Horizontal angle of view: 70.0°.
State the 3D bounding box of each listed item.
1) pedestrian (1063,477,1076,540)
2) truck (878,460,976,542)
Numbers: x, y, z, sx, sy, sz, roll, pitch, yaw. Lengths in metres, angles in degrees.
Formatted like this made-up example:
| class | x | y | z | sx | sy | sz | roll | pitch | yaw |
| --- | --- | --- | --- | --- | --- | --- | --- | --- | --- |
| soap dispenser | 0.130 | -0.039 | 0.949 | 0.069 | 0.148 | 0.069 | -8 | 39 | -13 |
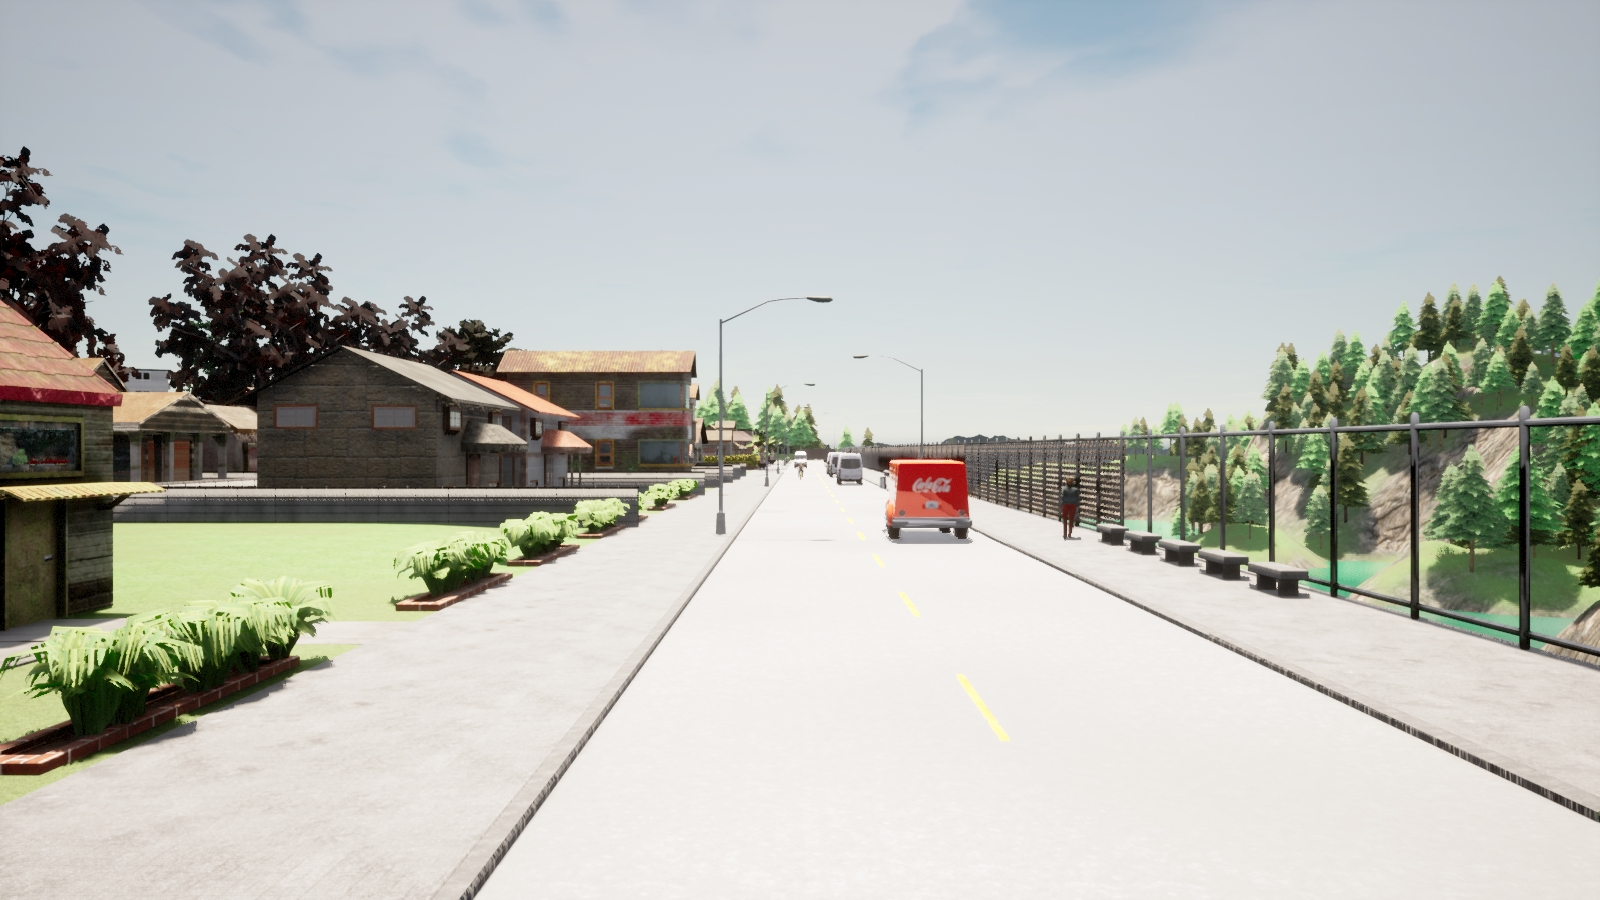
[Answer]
| class | x | y | z | sx | sy | sz | roll | pitch | yaw |
| --- | --- | --- | --- | --- | --- | --- | --- | --- | --- |
| pedestrian | 8.099 | 1.743 | 34.286 | 0.375 | 1.860 | 0.375 | 0 | 0 | 14 |
| truck | 4.030 | 1.567 | 37.376 | 2.627 | 2.467 | 5.204 | 0 | 0 | 0 |
